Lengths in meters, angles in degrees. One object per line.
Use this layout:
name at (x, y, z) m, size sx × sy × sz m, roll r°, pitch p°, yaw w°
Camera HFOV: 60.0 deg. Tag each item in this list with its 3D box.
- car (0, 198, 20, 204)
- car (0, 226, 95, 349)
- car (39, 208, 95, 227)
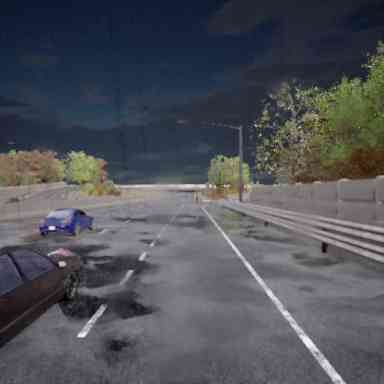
car at (-27.985, 1.633, 50.320) m, size 2.097 × 1.767 × 4.553 m, roll 0°, pitch 0°, yaw 0°
car at (-3.398, 1.572, 5.300) m, size 2.033 × 1.411 × 5.357 m, roll 0°, pitch 0°, yaw 0°
car at (-6.895, 1.617, 18.696) m, size 1.812 × 1.442 × 4.674 m, roll 0°, pitch 0°, yaw 0°
